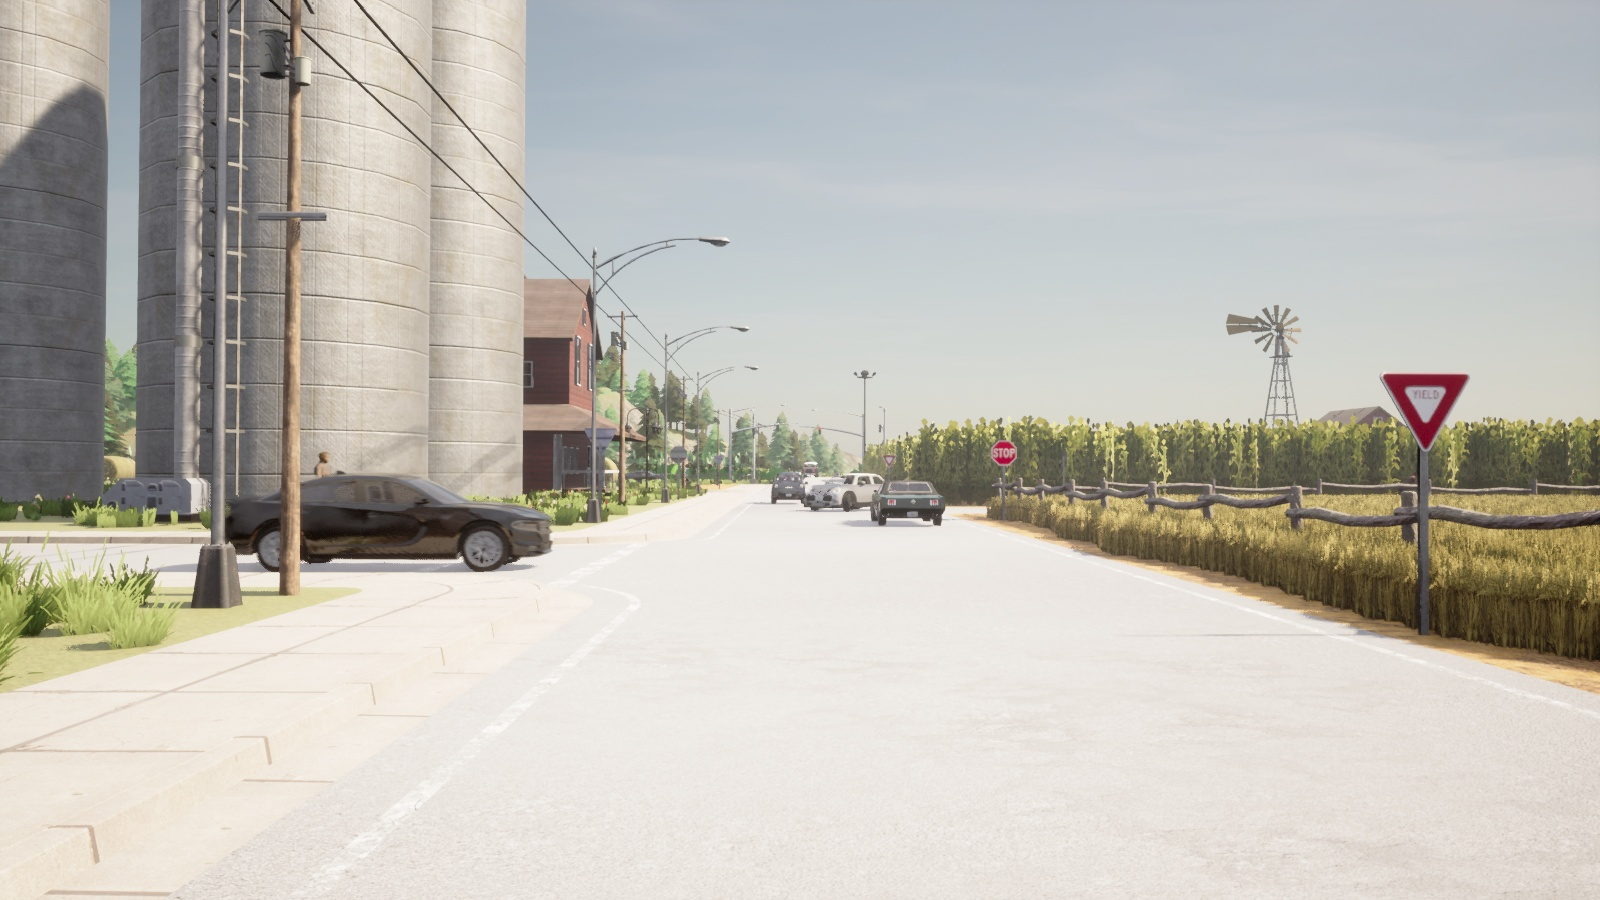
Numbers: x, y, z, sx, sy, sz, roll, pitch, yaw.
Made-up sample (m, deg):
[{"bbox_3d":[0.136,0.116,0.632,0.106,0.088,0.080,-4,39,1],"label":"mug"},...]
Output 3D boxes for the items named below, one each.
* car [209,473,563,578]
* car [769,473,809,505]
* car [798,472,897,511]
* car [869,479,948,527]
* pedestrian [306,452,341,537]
[{"bbox_3d":[-6.405,1.151,19.890,5.008,1.535,1.882,0,-1,-3],"label":"car"},{"bbox_3d":[-0.526,1.838,60.131,1.845,1.501,3.633,0,-1,-1],"label":"car"},{"bbox_3d":[1.896,1.594,49.020,1.970,1.475,3.806,-1,-1,39],"label":"car"},{"bbox_3d":[3.166,1.531,37.539,1.895,1.301,4.718,0,-1,0],"label":"car"},{"bbox_3d":[-10.379,0.970,27.344,0.634,1.846,0.331,0,-1,1],"label":"pedestrian"}]
